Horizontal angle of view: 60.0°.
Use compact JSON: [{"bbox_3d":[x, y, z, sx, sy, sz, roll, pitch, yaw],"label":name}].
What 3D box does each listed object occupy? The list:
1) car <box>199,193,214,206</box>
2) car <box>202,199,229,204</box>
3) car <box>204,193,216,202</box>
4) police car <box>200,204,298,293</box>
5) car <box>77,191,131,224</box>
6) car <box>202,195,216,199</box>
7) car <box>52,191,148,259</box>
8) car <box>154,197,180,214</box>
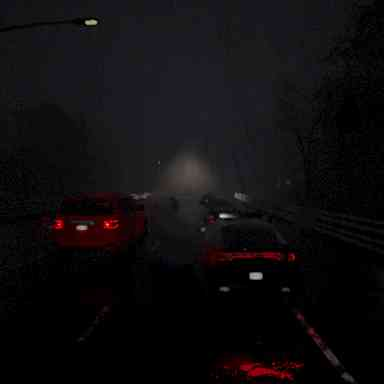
[{"bbox_3d":[2.066,1.098,45.248,1.994,1.385,4.181,0,1,5],"label":"car"},{"bbox_3d":[1.592,1.328,18.532,1.812,1.442,4.674,0,1,2],"label":"car"},{"bbox_3d":[3.356,0.934,60.819,2.033,1.411,5.357,0,1,5],"label":"car"},{"bbox_3d":[1.263,1.330,8.772,1.930,1.638,5.238,0,1,2],"label":"police car"},{"bbox_3d":[-6.118,0.963,23.868,2.150,2.045,5.566,0,1,3],"label":"car"},{"bbox_3d":[1.851,1.247,24.451,1.837,1.490,4.892,0,1,3],"label":"car"},{"bbox_3d":[-3.071,1.087,12.214,2.150,2.045,5.566,0,1,2],"label":"car"},{"bbox_3d":[-2.267,1.168,30.563,2.128,1.511,4.902,0,1,3],"label":"car"}]
